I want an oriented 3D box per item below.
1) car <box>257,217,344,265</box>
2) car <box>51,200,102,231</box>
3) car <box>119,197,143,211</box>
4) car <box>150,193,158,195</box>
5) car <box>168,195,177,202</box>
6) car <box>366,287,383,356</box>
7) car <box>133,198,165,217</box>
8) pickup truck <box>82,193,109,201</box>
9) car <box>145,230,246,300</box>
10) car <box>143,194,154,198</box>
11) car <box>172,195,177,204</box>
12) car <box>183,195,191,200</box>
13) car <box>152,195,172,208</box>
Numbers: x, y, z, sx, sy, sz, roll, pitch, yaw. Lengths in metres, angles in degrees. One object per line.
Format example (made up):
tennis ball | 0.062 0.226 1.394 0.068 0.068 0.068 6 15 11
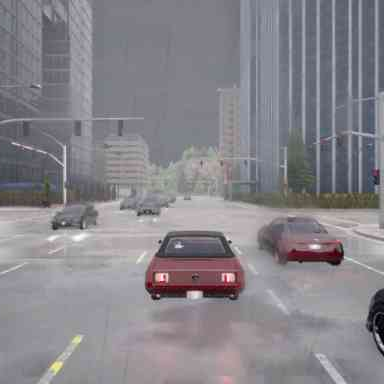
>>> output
car | 3.581 1.564 11.686 1.994 1.385 4.181 0 0 0
car | -7.202 1.505 20.903 1.837 1.490 4.892 0 0 -1
car | -7.643 1.506 40.882 1.837 1.490 4.892 0 0 -1
car | -7.980 1.221 68.839 2.150 2.045 5.566 0 0 -1
car | -4.627 1.524 79.287 2.033 1.411 5.357 0 0 -1
car | 3.609 1.564 3.275 1.994 1.385 4.181 0 0 -1
car | -3.920 1.564 30.939 1.994 1.385 4.181 0 0 -1
pickup truck | -21.167 1.058 73.386 2.390 2.098 6.274 0 0 30
car | 0.074 1.601 8.329 1.895 1.301 4.718 0 0 0
car | -7.852 1.489 53.808 2.128 1.511 4.902 0 0 -1
car | -4.462 1.492 64.153 2.128 1.511 4.902 0 0 0
car | -1.259 1.552 88.602 1.994 1.385 4.181 0 0 -1
car | -4.254 1.505 47.270 1.837 1.490 4.892 0 0 -1
